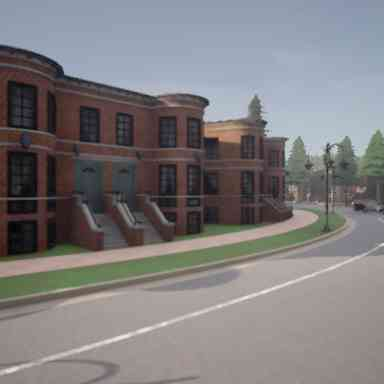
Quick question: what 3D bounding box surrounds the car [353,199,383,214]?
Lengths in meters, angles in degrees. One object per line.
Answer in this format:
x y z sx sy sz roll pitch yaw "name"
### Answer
18.950 1.536 35.756 2.128 1.511 4.902 0 0 7 "car"
